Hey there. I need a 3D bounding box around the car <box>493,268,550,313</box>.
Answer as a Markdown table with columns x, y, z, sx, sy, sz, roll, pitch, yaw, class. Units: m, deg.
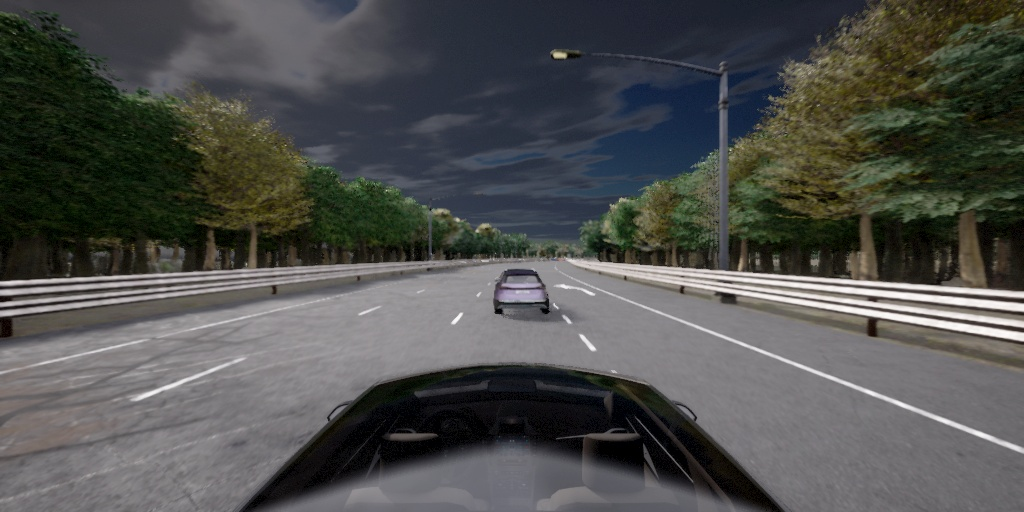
| x | y | z | sx | sy | sz | roll | pitch | yaw | class |
| --- | --- | --- | --- | --- | --- | --- | --- | --- | --- |
| 0.293 | 1.277 | 14.093 | 2.033 | 1.649 | 4.856 | 0 | -1 | -2 | car |
